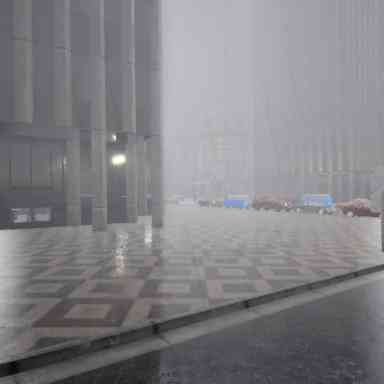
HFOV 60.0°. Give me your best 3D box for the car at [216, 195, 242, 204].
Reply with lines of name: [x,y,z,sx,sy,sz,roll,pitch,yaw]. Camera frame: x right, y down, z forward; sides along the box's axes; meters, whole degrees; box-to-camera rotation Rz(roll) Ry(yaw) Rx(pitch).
car: [6.213,1.297,56.431,1.752,1.417,4.829,-1,1,-36]

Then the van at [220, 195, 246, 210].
van: [5.798,1.295,42.351,1.690,1.788,3.998,-1,1,-36]

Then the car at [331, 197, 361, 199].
car: [19.075,1.385,38.461,1.752,1.417,4.829,-1,1,-36]

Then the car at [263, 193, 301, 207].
car: [12.742,1.131,47.306,2.192,1.841,5.009,-1,1,-36]

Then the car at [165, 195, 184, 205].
car: [-3.853,1.440,55.828,2.008,1.369,4.403,-1,1,-36]

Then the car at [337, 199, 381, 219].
car: [15.453,1.567,28.877,1.887,1.381,4.507,-1,1,-36]

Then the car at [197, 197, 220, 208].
car: [2.582,1.372,46.843,1.967,1.590,4.097,-1,1,-36]

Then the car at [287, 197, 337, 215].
car: [12.235,1.549,33.369,2.008,1.369,4.403,-1,1,-36]

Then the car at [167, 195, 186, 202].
car: [-3.334,1.258,69.771,2.008,1.369,4.403,-1,1,-36]

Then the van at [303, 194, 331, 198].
van: [15.958,1.179,42.813,1.690,1.788,3.998,-1,1,-36]

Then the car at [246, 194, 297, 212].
car: [9.016,1.291,37.858,2.192,1.841,5.009,-1,1,-36]
